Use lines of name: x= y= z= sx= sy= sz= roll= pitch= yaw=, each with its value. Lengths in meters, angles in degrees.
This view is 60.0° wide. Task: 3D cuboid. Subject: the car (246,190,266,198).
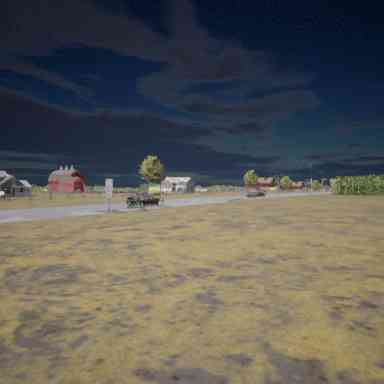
car: x=11.919 y=0.285 z=61.504 sx=2.033 sy=1.411 sz=5.357 roll=1 pitch=2 yaw=35

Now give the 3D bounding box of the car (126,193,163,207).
car: x=-5.253 y=0.871 z=37.363 sx=1.837 sy=1.490 sz=4.892 roll=1 pitch=2 yaw=35

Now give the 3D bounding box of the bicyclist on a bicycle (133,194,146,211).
bicyclist on a bicycle: x=-4.902 y=0.995 z=31.130 sx=1.656 sy=1.620 sz=0.582 roll=0 pitch=1 yaw=35
